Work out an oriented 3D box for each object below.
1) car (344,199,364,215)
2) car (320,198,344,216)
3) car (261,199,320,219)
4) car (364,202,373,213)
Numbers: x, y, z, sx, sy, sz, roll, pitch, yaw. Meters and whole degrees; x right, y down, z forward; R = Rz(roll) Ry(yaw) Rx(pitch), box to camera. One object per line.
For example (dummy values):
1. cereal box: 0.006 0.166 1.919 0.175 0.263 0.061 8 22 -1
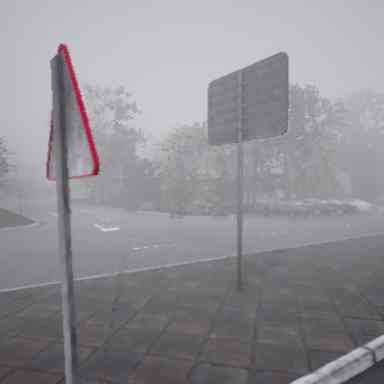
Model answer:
1. car: 13.320 1.379 32.147 2.097 1.535 5.008 0 0 -36
2. car: 10.665 1.383 30.233 2.231 1.521 4.892 0 0 -36
3. car: 7.999 1.425 28.329 2.002 1.452 4.674 0 0 -36
4. car: 15.885 1.417 33.973 2.002 1.452 4.674 0 0 -36
